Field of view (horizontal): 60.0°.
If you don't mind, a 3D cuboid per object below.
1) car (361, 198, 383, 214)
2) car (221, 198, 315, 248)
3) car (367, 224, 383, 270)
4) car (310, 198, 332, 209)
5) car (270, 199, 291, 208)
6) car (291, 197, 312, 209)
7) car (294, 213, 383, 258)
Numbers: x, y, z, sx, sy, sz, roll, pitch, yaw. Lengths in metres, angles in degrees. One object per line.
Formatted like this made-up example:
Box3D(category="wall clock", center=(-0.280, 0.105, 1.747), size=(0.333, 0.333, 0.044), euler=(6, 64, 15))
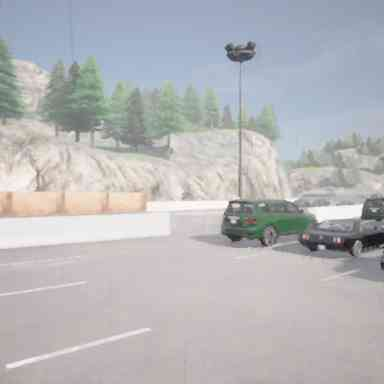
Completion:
Box3D(category="car", center=(15.227, 1.484, 26.200), size=(5.566, 2.045, 2.150), euler=(0, 0, -44))
Box3D(category="car", center=(3.822, 1.348, 15.841), size=(5.566, 2.045, 2.150), euler=(0, 0, -40))
Box3D(category="car", center=(7.396, 1.655, 9.711), size=(5.357, 1.411, 2.033), euler=(1, 0, -40))
Box3D(category="car", center=(20.965, 1.827, 54.002), size=(2.097, 1.767, 4.553), euler=(0, 0, 38))
Box3D(category="car", center=(15.585, 2.035, 58.453), size=(1.994, 1.385, 4.181), euler=(0, 0, 38))
Box3D(category="car", center=(18.702, 1.831, 56.750), size=(2.097, 1.767, 4.553), euler=(0, 0, 38))
Box3D(category="car", center=(6.398, 1.726, 13.434), size=(4.718, 1.301, 1.895), euler=(1, 0, -40))
